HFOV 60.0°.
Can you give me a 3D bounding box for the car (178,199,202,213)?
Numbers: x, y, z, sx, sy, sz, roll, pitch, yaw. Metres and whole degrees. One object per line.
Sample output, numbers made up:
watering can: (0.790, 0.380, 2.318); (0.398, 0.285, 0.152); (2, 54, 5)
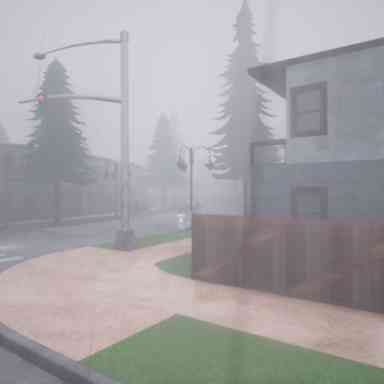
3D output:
car: (-0.138, 1.485, 36.999); (1.812, 1.442, 4.674); (0, 0, 12)
